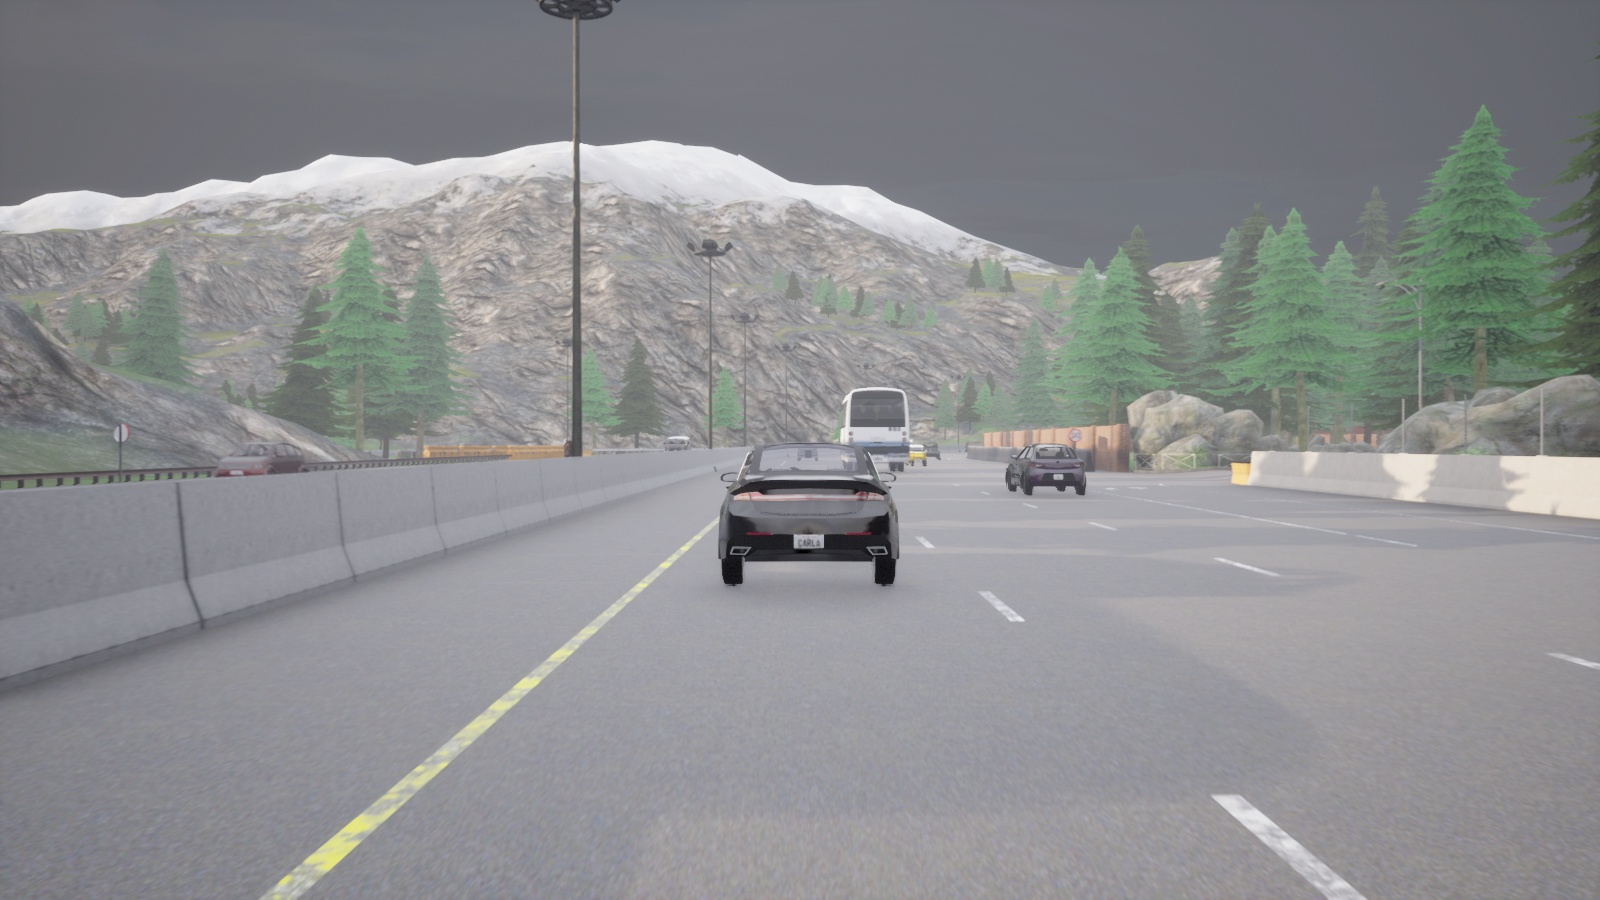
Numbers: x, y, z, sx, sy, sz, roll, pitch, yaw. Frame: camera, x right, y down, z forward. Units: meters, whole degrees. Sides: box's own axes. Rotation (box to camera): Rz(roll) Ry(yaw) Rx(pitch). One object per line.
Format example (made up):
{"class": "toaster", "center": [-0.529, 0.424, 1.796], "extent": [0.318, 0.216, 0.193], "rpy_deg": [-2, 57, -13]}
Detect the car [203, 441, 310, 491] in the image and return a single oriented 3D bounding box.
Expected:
{"class": "car", "center": [-17.260, 0.488, 40.058], "extent": [1.789, 1.549, 3.705], "rpy_deg": [0, 0, 0]}

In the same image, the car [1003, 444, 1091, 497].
{"class": "car", "center": [7.227, 0.557, 37.122], "extent": [1.816, 1.474, 4.193], "rpy_deg": [0, 0, 0]}

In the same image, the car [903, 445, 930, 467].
{"class": "car", "center": [7.474, 0.353, 80.661], "extent": [1.481, 1.376, 2.207], "rpy_deg": [0, 1, 0]}

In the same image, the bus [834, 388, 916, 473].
{"class": "bus", "center": [3.905, -1.011, 68.213], "extent": [3.944, 4.253, 10.273], "rpy_deg": [0, 0, 0]}

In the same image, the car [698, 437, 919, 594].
{"class": "car", "center": [0.098, 0.621, 14.560], "extent": [2.128, 1.511, 4.902], "rpy_deg": [0, 0, 0]}
